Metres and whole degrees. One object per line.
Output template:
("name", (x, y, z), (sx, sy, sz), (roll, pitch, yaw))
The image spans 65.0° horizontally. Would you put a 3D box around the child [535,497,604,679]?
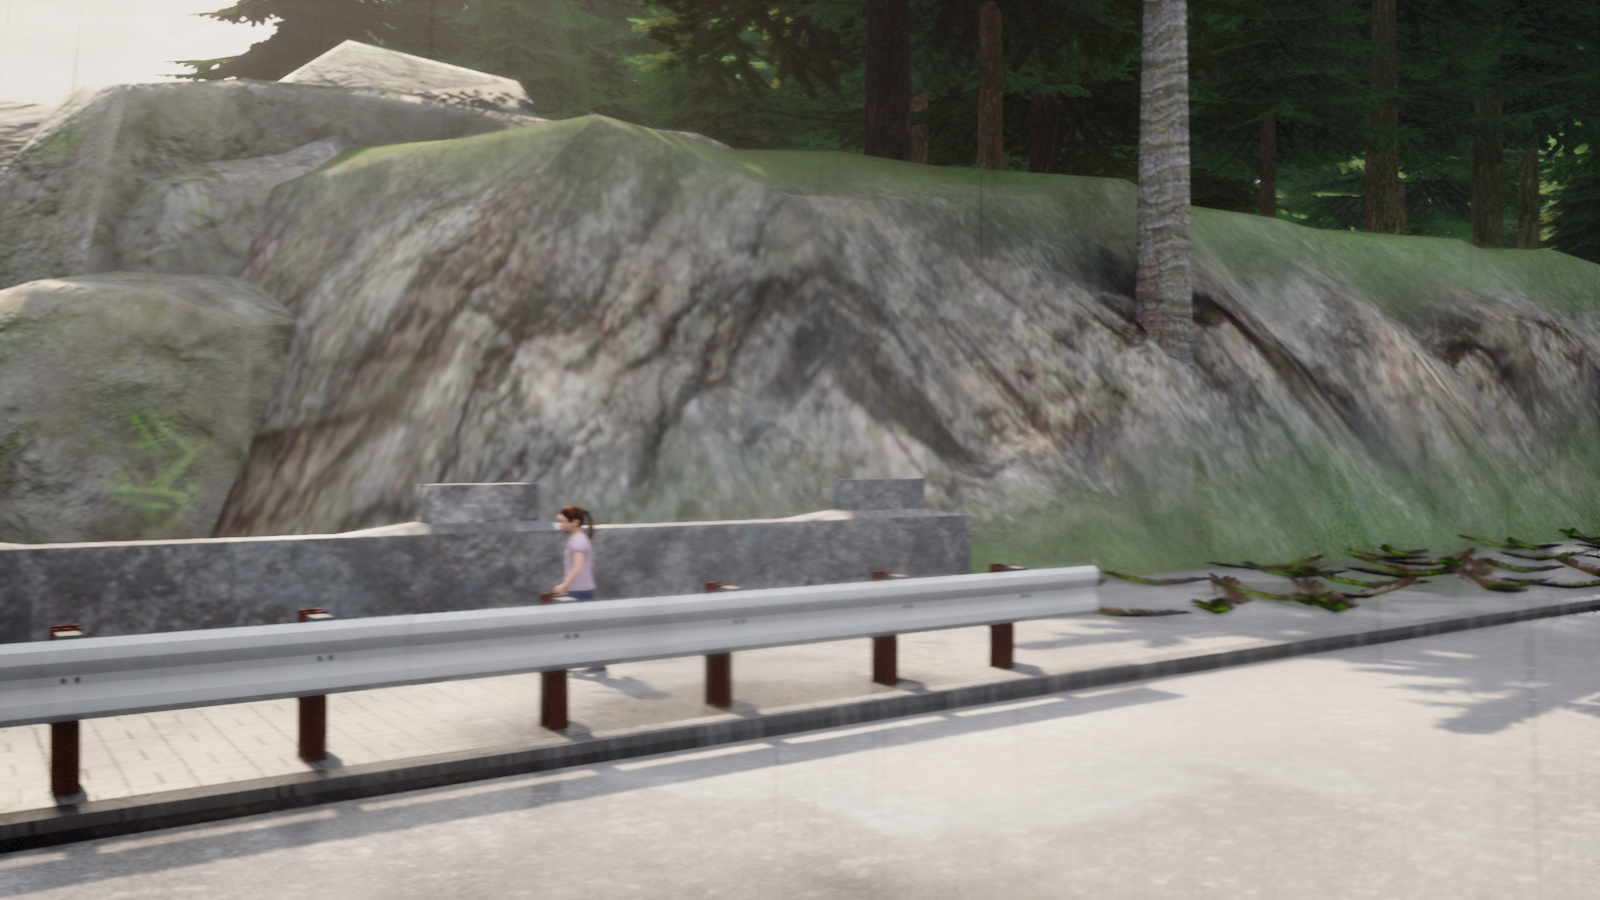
("child", (-1.454, 0.857, 7.914), (0.394, 1.110, 0.255), (0, 0, -17))
